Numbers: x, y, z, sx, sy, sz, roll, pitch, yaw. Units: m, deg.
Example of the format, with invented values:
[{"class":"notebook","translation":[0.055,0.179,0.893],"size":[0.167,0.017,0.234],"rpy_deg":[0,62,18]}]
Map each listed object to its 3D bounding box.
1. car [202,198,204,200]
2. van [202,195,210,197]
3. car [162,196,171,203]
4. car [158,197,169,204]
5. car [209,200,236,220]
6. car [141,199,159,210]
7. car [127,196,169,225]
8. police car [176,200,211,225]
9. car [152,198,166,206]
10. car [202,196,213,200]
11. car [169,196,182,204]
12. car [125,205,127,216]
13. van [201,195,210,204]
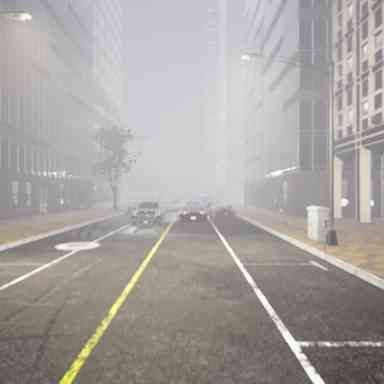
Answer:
[{"class":"car","translation":[0.102,1.695,42.454],"size":[1.994,1.385,4.181],"rpy_deg":[0,0,0]},{"class":"van","translation":[2.696,1.484,56.990],"size":[1.690,1.788,3.998],"rpy_deg":[0,0,0]},{"class":"car","translation":[-5.813,1.645,75.620],"size":[1.752,1.417,4.829],"rpy_deg":[0,0,0]},{"class":"car","translation":[-5.765,1.695,68.386],"size":[1.947,1.339,4.313],"rpy_deg":[0,0,0]},{"class":"car","translation":[2.691,1.636,28.485],"size":[1.887,1.381,4.507],"rpy_deg":[0,0,0]},{"class":"car","translation":[-5.688,1.681,45.585],"size":[1.887,1.381,4.507],"rpy_deg":[0,0,0]},{"class":"car","translation":[-3.097,1.430,24.450],"size":[2.097,1.767,4.553],"rpy_deg":[0,0,0]},{"class":"police car","translation":[0.100,1.582,24.597],"size":[2.038,1.542,4.974],"rpy_deg":[0,0,0]},{"class":"car","translation":[-5.686,1.708,56.989],"size":[1.947,1.339,4.313],"rpy_deg":[0,0,0]},{"class":"car","translation":[2.693,1.688,45.585],"size":[2.008,1.369,4.403],"rpy_deg":[0,0,0]},{"class":"car","translation":[-3.010,1.611,66.041],"size":[1.882,1.535,5.008],"rpy_deg":[0,0,0]},{"class":"car","translation":[-5.689,1.659,34.185],"size":[2.008,1.369,4.403],"rpy_deg":[0,0,0]},{"class":"van","translation":[2.778,1.471,68.387],"size":[1.690,1.788,3.998],"rpy_deg":[0,0,0]}]
